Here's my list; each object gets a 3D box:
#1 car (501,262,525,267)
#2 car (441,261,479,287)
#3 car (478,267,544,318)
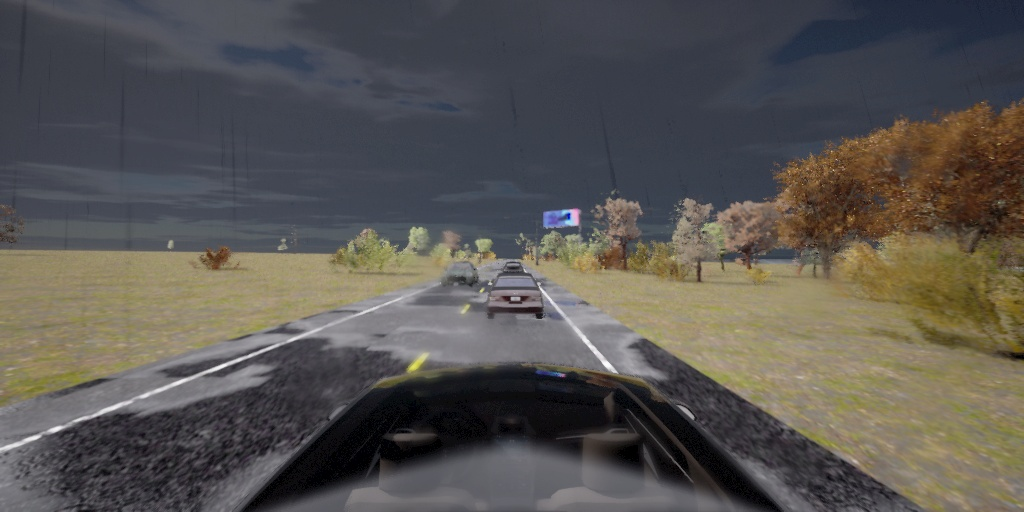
[{"bbox_3d":[0.105,1.269,32.326,1.837,1.490,4.892,0,0,0],"label":"car"},{"bbox_3d":[-3.497,1.175,24.700,2.097,1.767,4.553,0,0,0],"label":"car"},{"bbox_3d":[0.102,1.301,13.018,2.033,1.411,5.357,0,0,0],"label":"car"}]
